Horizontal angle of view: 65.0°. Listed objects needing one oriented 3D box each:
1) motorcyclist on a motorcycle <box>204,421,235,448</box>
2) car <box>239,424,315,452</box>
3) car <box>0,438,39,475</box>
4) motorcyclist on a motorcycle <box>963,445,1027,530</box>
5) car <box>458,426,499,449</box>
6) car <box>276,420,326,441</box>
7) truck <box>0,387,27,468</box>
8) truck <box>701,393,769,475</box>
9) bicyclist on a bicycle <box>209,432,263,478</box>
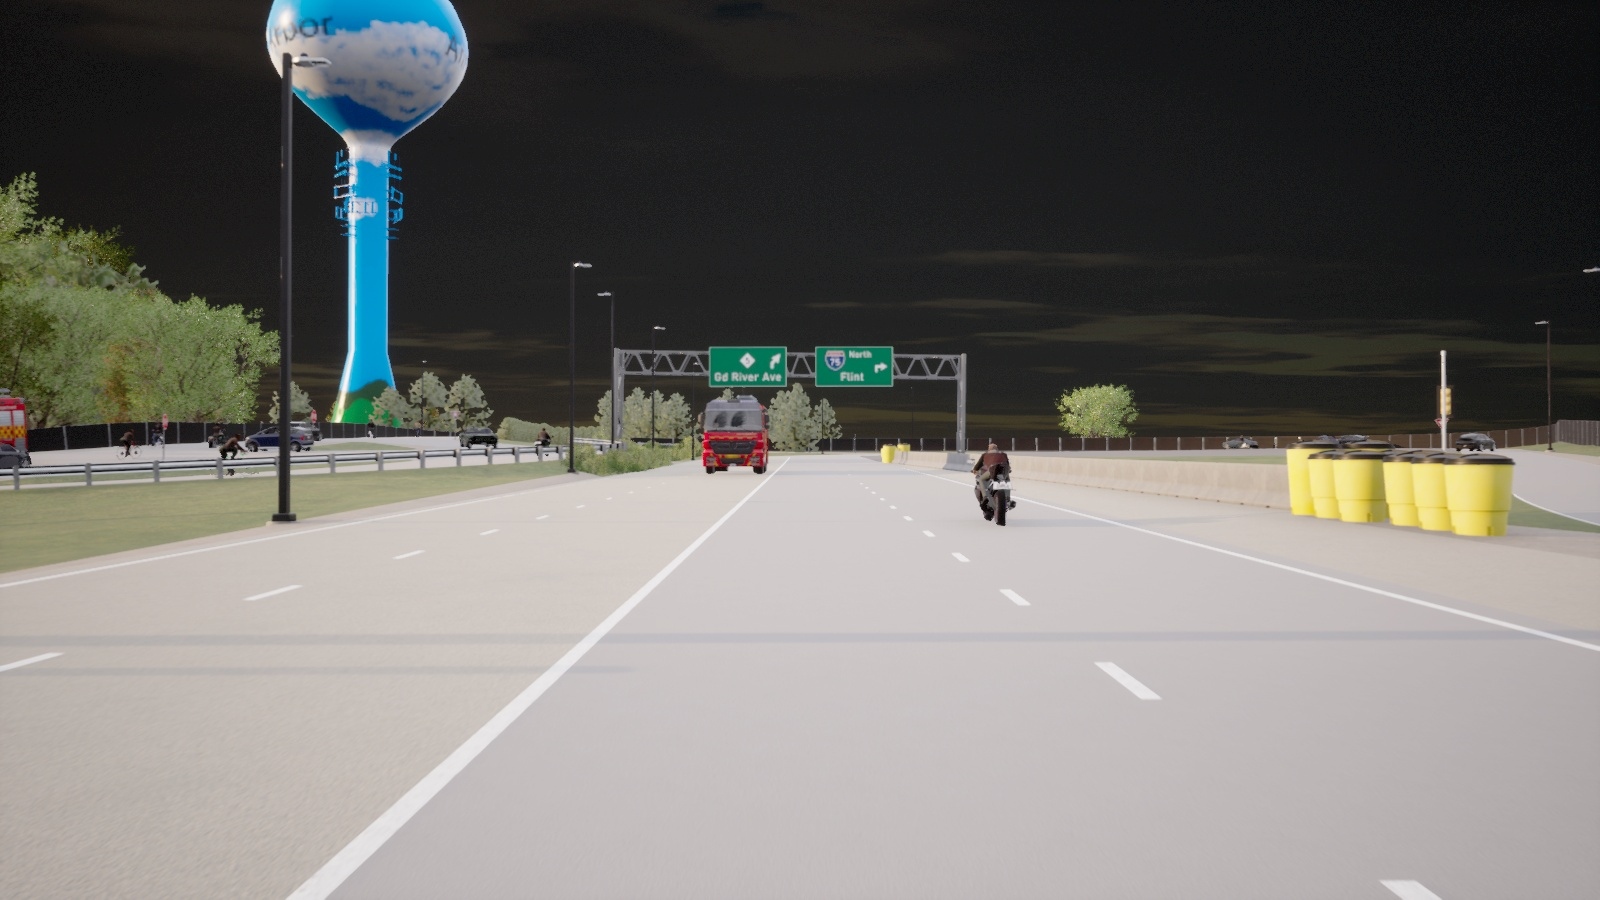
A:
[{"bbox_3d":[-36.840,-0.984,79.704,0.766,1.649,2.350,0,2,2],"label":"motorcyclist on a motorcycle"},{"bbox_3d":[-30.778,-0.697,73.964,3.705,1.549,1.789,0,3,0],"label":"car"},{"bbox_3d":[-36.403,0.295,56.642,1.845,1.501,3.633,0,3,1],"label":"car"},{"bbox_3d":[3.651,0.663,23.687,0.866,1.530,2.191,0,0,0],"label":"motorcyclist on a motorcycle"},{"bbox_3d":[-20.296,-0.805,79.228,1.895,1.301,4.718,0,2,-22],"label":"car"},{"bbox_3d":[-36.609,-1.430,92.237,1.970,1.475,3.806,0,2,3],"label":"car"},{"bbox_3d":[-39.803,-0.955,57.921,2.891,3.827,8.468,0,3,1],"label":"truck"},{"bbox_3d":[-3.125,-0.763,62.638,2.891,3.827,8.468,0,0,0],"label":"truck"},{"bbox_3d":[-20.825,0.172,46.396,1.656,1.620,0.582,-2,1,-42],"label":"bicyclist on a bicycle"}]
